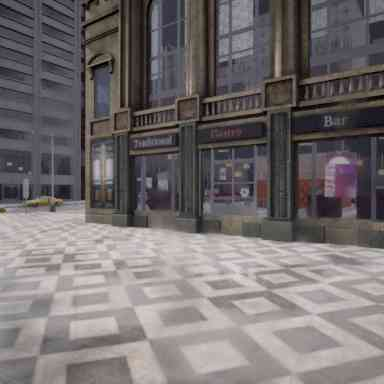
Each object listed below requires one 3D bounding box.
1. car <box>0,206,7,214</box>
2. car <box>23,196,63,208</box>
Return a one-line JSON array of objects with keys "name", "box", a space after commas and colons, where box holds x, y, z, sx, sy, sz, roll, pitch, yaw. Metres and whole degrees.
[{"name": "car", "box": [-18.097, 1.342, 27.718, 1.752, 1.417, 4.829, 1, 2, 36]}, {"name": "car", "box": [-18.577, 1.145, 41.619, 1.752, 1.417, 4.829, 1, 2, 36]}]
